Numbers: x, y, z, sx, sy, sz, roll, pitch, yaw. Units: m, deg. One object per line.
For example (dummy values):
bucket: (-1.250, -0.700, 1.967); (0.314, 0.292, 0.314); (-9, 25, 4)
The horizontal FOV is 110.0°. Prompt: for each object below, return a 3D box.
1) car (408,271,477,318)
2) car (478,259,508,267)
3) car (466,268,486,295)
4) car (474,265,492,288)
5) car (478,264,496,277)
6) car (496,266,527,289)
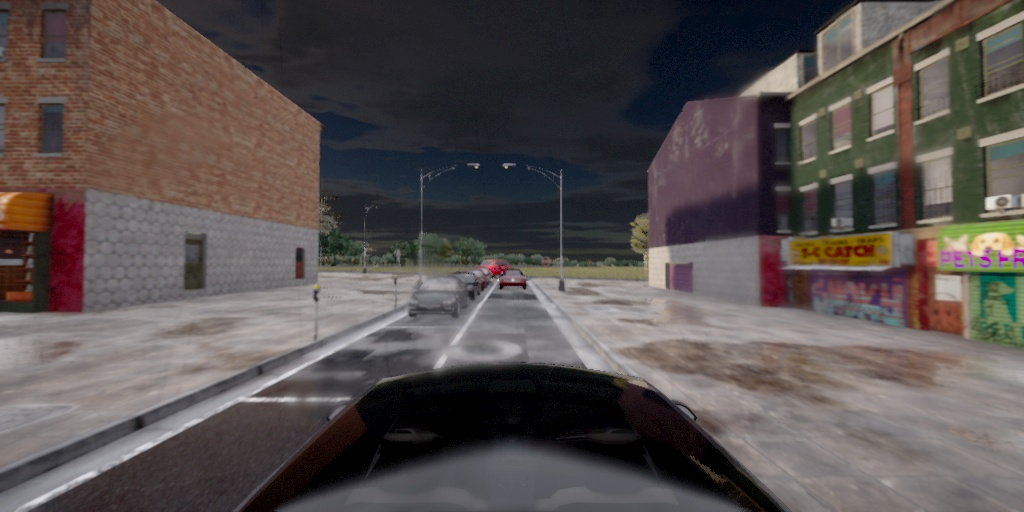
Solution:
car: (-2.640, 1.447, 13.661); (2.007, 1.370, 4.403); (0, 0, 0)
car: (-2.382, 1.429, 40.352); (2.150, 2.045, 5.566); (3, -2, -31)
car: (-2.642, 1.536, 19.201); (1.948, 1.339, 4.313); (0, 0, 0)
car: (-2.643, 1.590, 24.741); (1.888, 1.381, 4.507); (0, 0, 0)
car: (-2.644, 1.670, 30.282); (2.007, 1.370, 4.403); (0, 0, 0)
car: (0.081, 1.632, 26.480); (1.994, 1.385, 4.181); (0, -1, 0)
